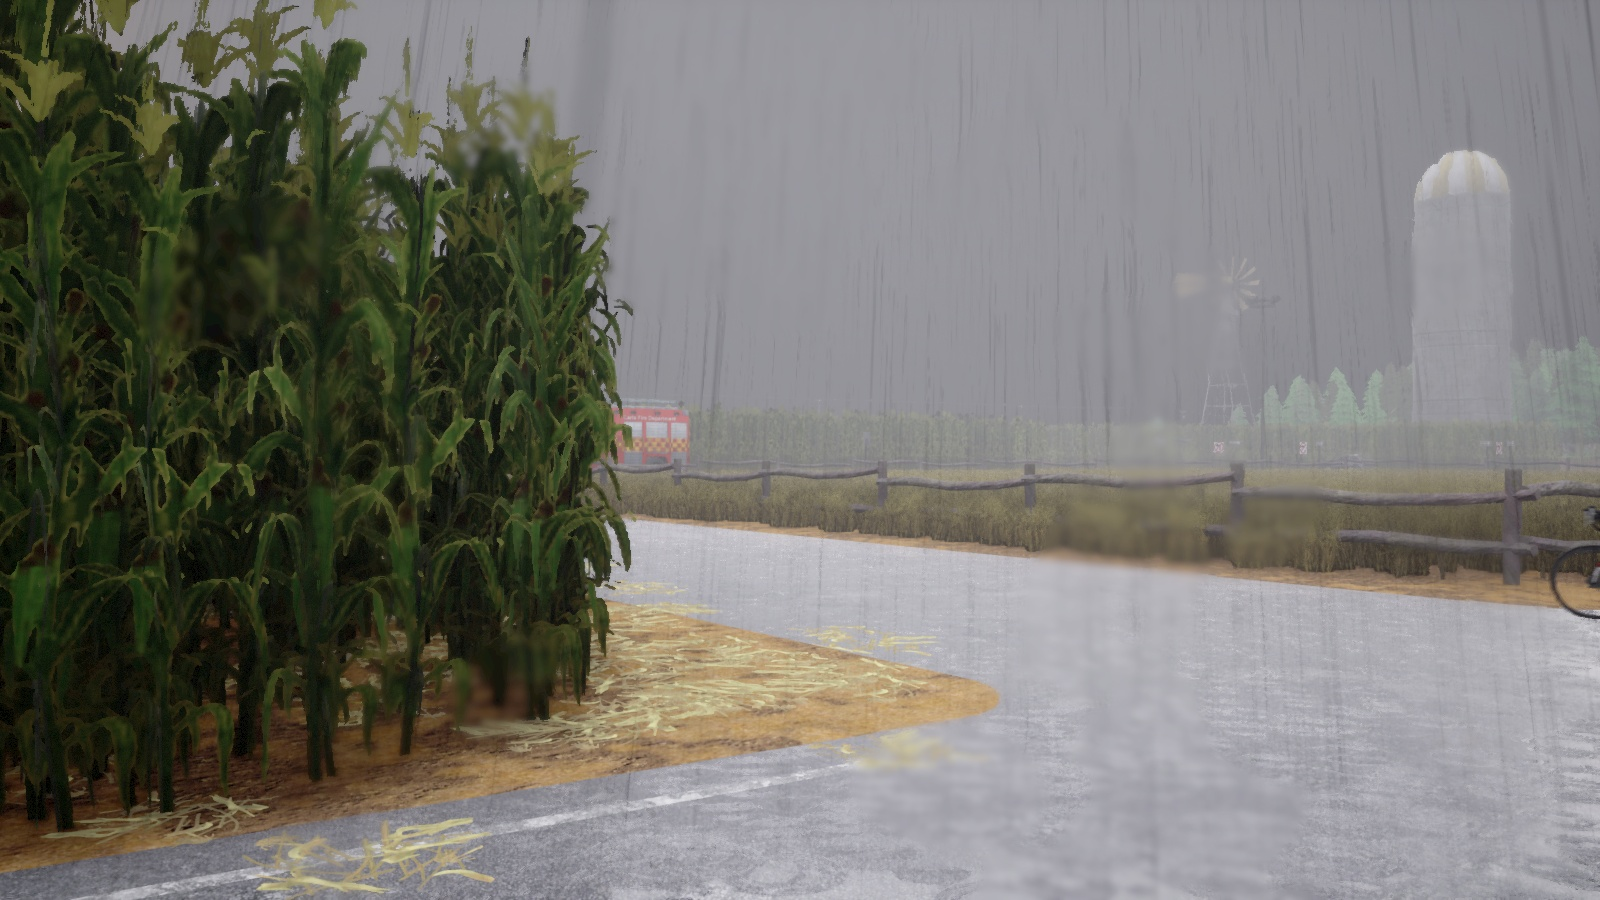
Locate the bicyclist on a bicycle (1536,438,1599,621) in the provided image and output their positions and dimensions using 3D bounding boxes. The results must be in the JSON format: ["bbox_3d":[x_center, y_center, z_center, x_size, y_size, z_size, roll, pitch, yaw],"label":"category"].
[{"bbox_3d":[7.630,0.709,11.267,1.656,1.620,0.582,0,-3,16],"label":"bicyclist on a bicycle"}]

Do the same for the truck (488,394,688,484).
[{"bbox_3d":[-9.525,-0.425,56.943,8.468,3.827,2.891,1,-1,-34],"label":"truck"}]

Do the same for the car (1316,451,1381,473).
[{"bbox_3d":[38.589,0.845,88.397,1.970,1.475,3.806,0,0,-26],"label":"car"}]
